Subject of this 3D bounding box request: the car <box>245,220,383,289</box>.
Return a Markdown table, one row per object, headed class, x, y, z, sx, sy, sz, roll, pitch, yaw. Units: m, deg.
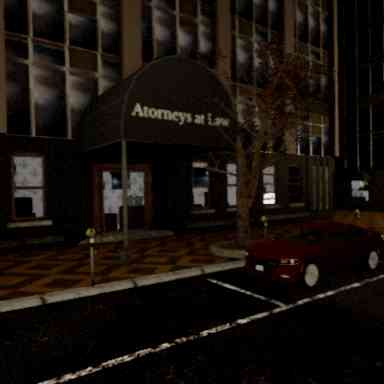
| class | x | y | z | sx | sy | sz | roll | pitch | yaw |
| --- | --- | --- | --- | --- | --- | --- | --- | --- | --- |
| car | 3.391 | 1.487 | 8.987 | 4.507 | 1.381 | 1.887 | -1 | -1 | -35 |
